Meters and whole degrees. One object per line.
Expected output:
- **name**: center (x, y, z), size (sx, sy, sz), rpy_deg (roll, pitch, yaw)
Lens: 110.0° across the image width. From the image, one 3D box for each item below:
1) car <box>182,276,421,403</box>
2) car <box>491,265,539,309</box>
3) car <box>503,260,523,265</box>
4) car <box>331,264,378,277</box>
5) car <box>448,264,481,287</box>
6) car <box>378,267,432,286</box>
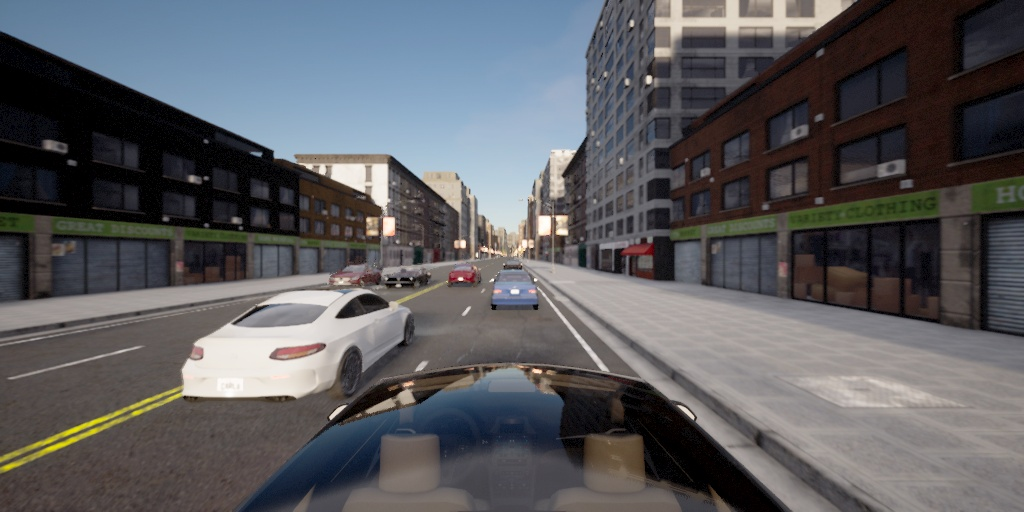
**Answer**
- **car**: center (-3.149, 1.268, 6.312), size (1.812, 1.442, 4.674), rpy_deg (0, 0, 0)
- **car**: center (0.096, 1.275, 14.856), size (2.033, 1.411, 5.357), rpy_deg (0, 0, 0)
- **car**: center (0.092, 1.171, 36.936), size (1.882, 1.535, 5.008), rpy_deg (0, 0, 0)
- **car**: center (-9.755, 1.244, 22.781), size (1.812, 1.442, 4.674), rpy_deg (0, 0, 0)
- **car**: center (-3.155, 1.238, 24.268), size (1.812, 1.442, 4.674), rpy_deg (0, 0, 0)
- **car**: center (-6.505, 1.380, 22.752), size (1.895, 1.301, 4.718), rpy_deg (0, 0, 0)
